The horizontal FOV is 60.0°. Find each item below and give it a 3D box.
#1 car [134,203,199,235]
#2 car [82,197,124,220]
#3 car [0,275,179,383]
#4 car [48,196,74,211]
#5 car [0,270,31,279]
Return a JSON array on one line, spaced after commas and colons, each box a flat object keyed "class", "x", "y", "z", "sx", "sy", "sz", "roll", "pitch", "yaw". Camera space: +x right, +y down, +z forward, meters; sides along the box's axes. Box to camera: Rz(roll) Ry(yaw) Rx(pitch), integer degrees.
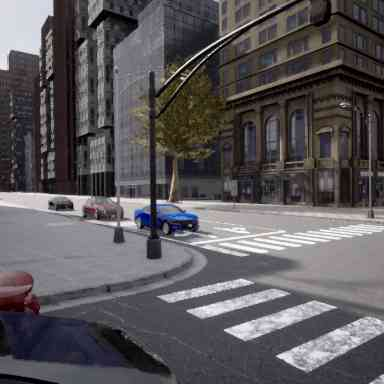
[{"class": "car", "x": -1.560, "y": 1.422, "z": 19.009, "sx": 1.882, "sy": 1.535, "sz": 5.008, "roll": -1, "pitch": 1, "yaw": -36}, {"class": "car", "x": -7.232, "y": 1.217, "z": 26.822, "sx": 2.097, "sy": 1.767, "sz": 4.553, "roll": -1, "pitch": 1, "yaw": -36}, {"class": "car", "x": -2.043, "y": 1.564, "z": 1.852, "sx": 4.181, "sy": 1.385, "sz": 1.994, "roll": 0, "pitch": 0, "yaw": -35}, {"class": "car", "x": -14.652, "y": 1.241, "z": 37.055, "sx": 1.882, "sy": 1.535, "sz": 5.008, "roll": -1, "pitch": 1, "yaw": -36}, {"class": "car", "x": -4.157, "y": 1.545, "z": 3.672, "sx": 4.507, "sy": 1.381, "sz": 1.887, "roll": 0, "pitch": -1, "yaw": -36}]
